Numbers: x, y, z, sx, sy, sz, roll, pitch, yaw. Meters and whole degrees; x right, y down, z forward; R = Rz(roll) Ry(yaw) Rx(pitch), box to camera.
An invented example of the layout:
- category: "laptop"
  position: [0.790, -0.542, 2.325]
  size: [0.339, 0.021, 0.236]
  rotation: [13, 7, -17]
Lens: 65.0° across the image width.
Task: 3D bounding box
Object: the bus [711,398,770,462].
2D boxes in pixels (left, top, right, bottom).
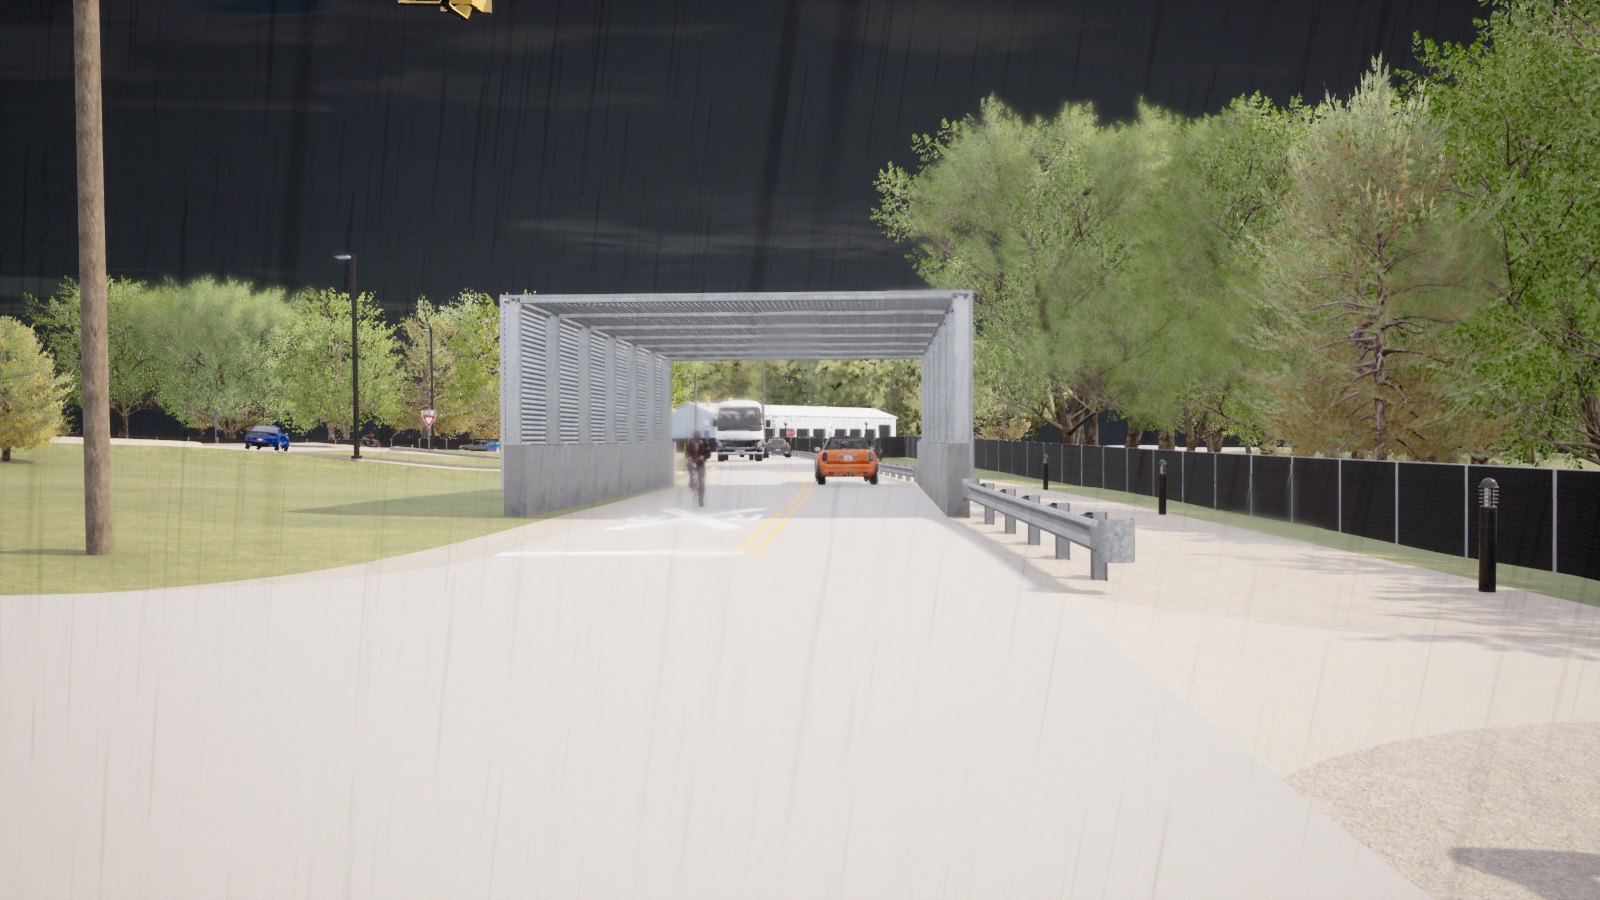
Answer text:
- category: "bus"
  position: [-4.286, -1.340, 88.794]
  size: [3.944, 4.253, 10.273]
  rotation: [0, 0, -4]

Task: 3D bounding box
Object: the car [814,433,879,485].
- category: "car"
  position: [1.597, 0.290, 44.832]
  size: [2.097, 1.767, 4.553]
  rotation: [0, 0, -1]

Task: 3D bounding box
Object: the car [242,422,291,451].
- category: "car"
  position: [-32.948, -0.795, 77.651]
  size: [1.882, 1.535, 5.008]
  rotation: [4, -2, -13]

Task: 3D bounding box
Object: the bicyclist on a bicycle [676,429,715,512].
- category: "bicyclist on a bicycle"
  position: [-2.321, 0.439, 28.070]
  size: [0.659, 1.776, 1.843]
  rotation: [0, 0, 2]
